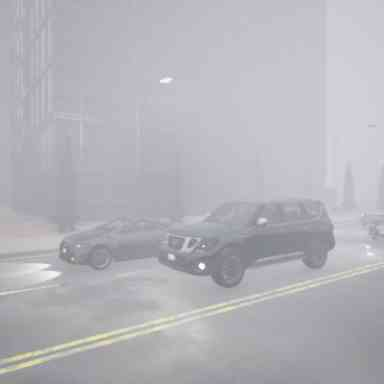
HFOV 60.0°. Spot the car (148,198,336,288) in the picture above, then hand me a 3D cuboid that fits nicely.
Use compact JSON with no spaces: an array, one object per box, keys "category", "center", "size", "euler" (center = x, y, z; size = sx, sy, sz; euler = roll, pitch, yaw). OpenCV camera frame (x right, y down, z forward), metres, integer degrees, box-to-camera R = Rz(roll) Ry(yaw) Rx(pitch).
[{"category":"car","center":[1.793,1.202,9.547],"size":[5.566,2.045,2.150],"euler":[0,0,-34]}]

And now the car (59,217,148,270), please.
[{"category":"car","center":[-2.155,1.551,11.045],"size":[4.181,1.385,1.994],"euler":[0,0,-35]}]

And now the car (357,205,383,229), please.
[{"category":"car","center":[12.955,1.536,21.724],"size":[4.718,1.301,1.895],"euler":[0,0,-35]}]

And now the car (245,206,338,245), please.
[{"category":"car","center":[4.896,1.488,16.052],"size":[4.674,1.442,1.812],"euler":[0,0,-35]}]

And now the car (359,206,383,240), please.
[{"category":"car","center":[10.121,1.444,15.461],"size":[4.902,1.511,2.128],"euler":[0,0,-35]}]
